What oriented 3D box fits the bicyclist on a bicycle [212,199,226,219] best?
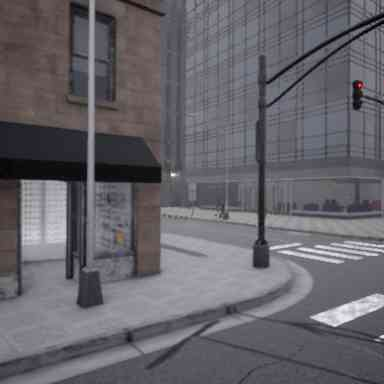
[{"bbox_3d":[2.240,1.358,26.384,1.656,1.620,0.582,0,0,-36],"label":"bicyclist on a bicycle"}]
